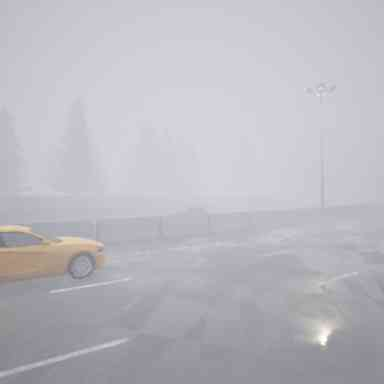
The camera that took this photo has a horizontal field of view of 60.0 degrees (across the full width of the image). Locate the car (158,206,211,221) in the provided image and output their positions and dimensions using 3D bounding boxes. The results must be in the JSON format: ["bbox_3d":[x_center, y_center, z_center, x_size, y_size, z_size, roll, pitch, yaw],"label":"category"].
[{"bbox_3d":[-0.413,1.841,25.780,4.674,1.442,1.812,0,-1,-40],"label":"car"}]

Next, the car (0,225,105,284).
[{"bbox_3d":[-4.836,1.629,8.838,5.008,1.535,1.882,0,0,-36],"label":"car"}]
